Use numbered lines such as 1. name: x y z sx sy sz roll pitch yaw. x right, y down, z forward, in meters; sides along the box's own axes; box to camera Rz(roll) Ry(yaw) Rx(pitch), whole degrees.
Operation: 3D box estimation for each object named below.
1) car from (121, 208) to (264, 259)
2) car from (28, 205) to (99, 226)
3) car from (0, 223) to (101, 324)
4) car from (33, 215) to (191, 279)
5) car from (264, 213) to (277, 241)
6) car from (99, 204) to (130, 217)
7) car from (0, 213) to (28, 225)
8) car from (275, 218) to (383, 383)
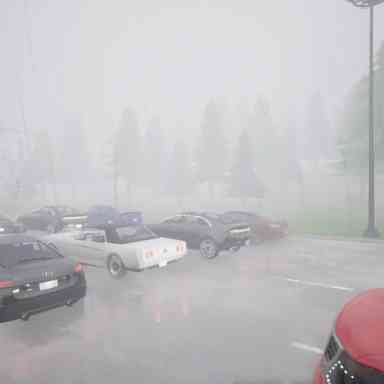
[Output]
1. car: -0.092 1.491 12.624 4.902 1.511 2.128 0 0 36
2. car: -7.620 1.492 18.008 4.902 1.511 2.128 0 0 36
3. car: -4.097 1.564 6.871 4.181 1.385 1.994 0 0 35
4. car: -2.568 1.601 10.090 4.718 1.301 1.895 0 0 36
5. car: 2.113 1.526 15.349 4.674 1.442 1.812 0 0 36
6. car: -5.292 1.478 20.649 5.008 1.535 1.882 0 0 36
7. car: -9.693 1.564 15.187 4.181 1.385 1.994 0 0 36
8. car: 3.444 1.222 1.423 5.566 2.045 2.150 0 0 37
